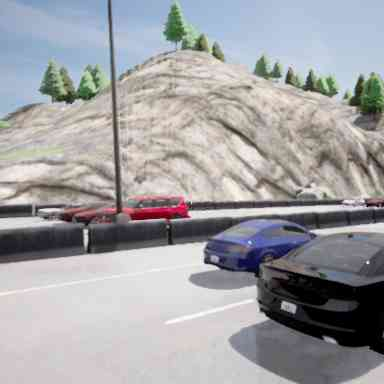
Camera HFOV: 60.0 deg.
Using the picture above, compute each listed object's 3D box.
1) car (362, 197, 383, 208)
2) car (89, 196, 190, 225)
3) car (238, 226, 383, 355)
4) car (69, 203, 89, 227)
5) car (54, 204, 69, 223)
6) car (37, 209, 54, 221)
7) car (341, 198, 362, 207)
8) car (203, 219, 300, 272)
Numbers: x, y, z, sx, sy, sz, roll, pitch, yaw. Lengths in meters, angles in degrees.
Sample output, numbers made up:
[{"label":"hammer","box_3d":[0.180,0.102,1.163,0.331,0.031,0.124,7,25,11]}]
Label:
[{"label":"car","box_3d":[27.986,1.550,49.702,5.008,1.535,1.882,0,0,-35]},{"label":"car","box_3d":[-2.720,1.234,19.250,5.566,2.045,2.150,0,0,-36]},{"label":"car","box_3d":[3.390,1.486,6.170,5.008,1.535,1.882,0,0,-35]},{"label":"car","box_3d":[-5.109,1.489,21.845,5.008,1.535,1.882,0,0,-36]},{"label":"car","box_3d":[-7.169,1.489,24.674,5.008,1.535,1.882,0,0,-36]},{"label":"car","box_3d":[-9.934,1.611,27.003,4.718,1.301,1.895,0,0,-36]},{"label":"car","box_3d":[25.366,1.597,52.124,4.674,1.442,1.812,0,0,-35]},{"label":"car","box_3d":[2.451,1.536,9.799,4.674,1.442,1.812,0,0,-35]}]
